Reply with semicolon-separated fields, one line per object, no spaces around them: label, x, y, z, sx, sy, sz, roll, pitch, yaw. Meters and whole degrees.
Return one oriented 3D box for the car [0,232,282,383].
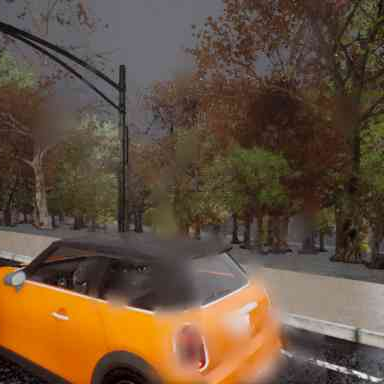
car;-1.223;1.351;4.569;4.553;1.767;2.097;0;0;36
